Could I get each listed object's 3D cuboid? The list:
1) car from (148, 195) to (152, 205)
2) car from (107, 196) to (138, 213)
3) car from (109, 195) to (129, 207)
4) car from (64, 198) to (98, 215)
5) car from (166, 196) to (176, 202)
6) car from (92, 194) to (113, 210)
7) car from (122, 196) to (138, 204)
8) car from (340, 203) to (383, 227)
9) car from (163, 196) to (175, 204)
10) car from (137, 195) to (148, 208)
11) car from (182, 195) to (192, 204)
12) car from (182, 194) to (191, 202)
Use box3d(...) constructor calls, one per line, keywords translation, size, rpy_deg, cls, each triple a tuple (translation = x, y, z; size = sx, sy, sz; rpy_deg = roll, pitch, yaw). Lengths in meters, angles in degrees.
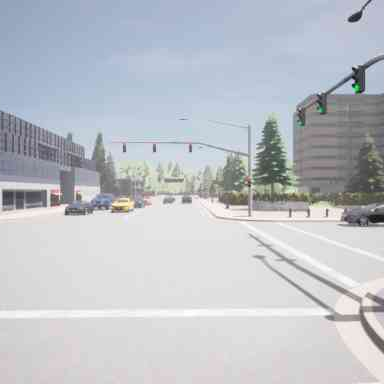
box3d(translation=(-8.050, 1.352, 57.168), size=(2.097, 1.767, 4.553), rpy_deg=(0, 0, -1), cls="car")
box3d(translation=(-7.806, 1.477, 37.817), size=(1.882, 1.535, 5.008), rpy_deg=(0, 0, -1), cls="car")
box3d(translation=(-11.499, 1.352, 52.678), size=(2.097, 1.767, 4.553), rpy_deg=(0, 0, -1), cls="car")
box3d(translation=(-11.242, 1.564, 33.426), size=(1.994, 1.385, 4.181), rpy_deg=(0, 0, -1), cls="car")
box3d(translation=(-4.718, 1.509, 75.222), size=(1.895, 1.301, 4.718), rpy_deg=(0, 0, -1), cls="car")
box3d(translation=(-11.375, 1.221, 42.778), size=(2.150, 2.045, 5.566), rpy_deg=(0, 0, -1), cls="car")
box3d(translation=(-11.595, 1.491, 62.937), size=(2.128, 1.511, 4.902), rpy_deg=(0, 0, 0), cls="car")
box3d(translation=(12.502, 1.491, 22.191), size=(4.902, 1.511, 2.128), rpy_deg=(0, 0, -1), cls="car")
box3d(translation=(-4.573, 1.547, 64.587), size=(2.033, 1.411, 5.357), rpy_deg=(0, 0, -1), cls="car")
box3d(translation=(-7.929, 1.352, 47.054), size=(2.097, 1.767, 4.553), rpy_deg=(0, 0, -1), cls="car")
box3d(translation=(-0.976, 1.504, 64.910), size=(1.837, 1.490, 4.892), rpy_deg=(0, 0, -1), cls="car")
box3d(translation=(-1.213, 1.355, 74.976), size=(2.097, 1.767, 4.553), rpy_deg=(0, 0, -1), cls="car")
